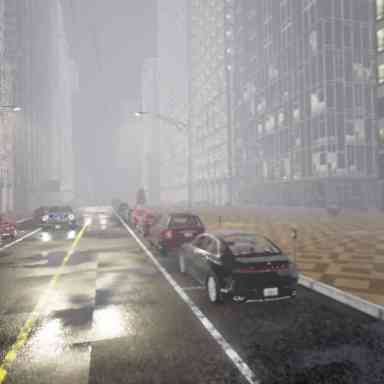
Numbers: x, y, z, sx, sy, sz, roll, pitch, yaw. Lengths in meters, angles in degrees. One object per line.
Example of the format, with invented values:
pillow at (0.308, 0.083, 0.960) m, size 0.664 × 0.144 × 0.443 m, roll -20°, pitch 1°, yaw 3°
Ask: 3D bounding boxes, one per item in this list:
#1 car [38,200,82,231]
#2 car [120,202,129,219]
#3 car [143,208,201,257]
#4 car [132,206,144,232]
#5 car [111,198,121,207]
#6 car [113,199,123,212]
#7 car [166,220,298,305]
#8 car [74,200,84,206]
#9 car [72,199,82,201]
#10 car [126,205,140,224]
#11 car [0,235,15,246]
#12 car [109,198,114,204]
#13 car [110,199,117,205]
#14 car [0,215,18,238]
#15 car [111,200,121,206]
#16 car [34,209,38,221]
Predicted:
car at (-9.289, 1.709, 23.788) m, size 2.097 × 1.767 × 4.553 m, roll -1°, pitch -1°, yaw -15°
car at (-5.092, 1.876, 30.090) m, size 2.008 × 1.369 × 4.403 m, roll 0°, pitch -1°, yaw -15°
car at (-0.634, 1.556, 13.617) m, size 1.967 × 1.590 × 4.097 m, roll 0°, pitch -1°, yaw -15°
car at (-2.119, 1.730, 19.108) m, size 1.887 × 1.381 × 4.507 m, roll 0°, pitch -1°, yaw -15°
car at (-12.570, 2.208, 57.708) m, size 1.752 × 1.417 × 4.829 m, roll -1°, pitch -1°, yaw -15°
car at (-9.552, 2.104, 46.561) m, size 1.947 × 1.339 × 4.313 m, roll 0°, pitch -1°, yaw -15°
car at (0.854, 1.597, 8.126) m, size 2.008 × 1.369 × 4.403 m, roll 0°, pitch -1°, yaw -15°
car at (-28.053, 2.728, 82.829) m, size 2.008 × 1.369 × 4.403 m, roll -1°, pitch -1°, yaw -15°
car at (-23.593, 2.510, 66.356) m, size 2.008 × 1.369 × 4.403 m, roll 0°, pitch -1°, yaw -15°
car at (-3.605, 1.837, 24.599) m, size 1.802 × 1.307 × 4.206 m, roll 0°, pitch -1°, yaw -15°
car at (-4.076, 1.656, 4.170) m, size 2.033 × 1.411 × 5.357 m, roll -1°, pitch 0°, yaw -15°
car at (-15.502, 2.139, 68.527) m, size 2.192 × 1.841 × 5.009 m, roll -1°, pitch -1°, yaw -15°
car at (-21.445, 2.697, 90.488) m, size 1.802 × 1.307 × 4.206 m, roll -1°, pitch -1°, yaw -15°
car at (-10.212, 1.865, 16.938) m, size 1.887 × 1.381 × 4.507 m, roll 0°, pitch -1°, yaw -15°
car at (-16.985, 2.441, 74.016) m, size 1.887 × 1.381 × 4.507 m, roll -1°, pitch -1°, yaw -15°
car at (-14.673, 2.076, 33.411) m, size 1.887 × 1.381 × 4.507 m, roll 0°, pitch -1°, yaw -15°
